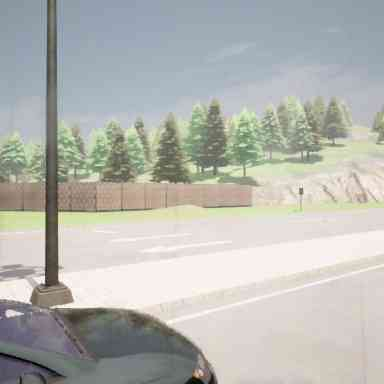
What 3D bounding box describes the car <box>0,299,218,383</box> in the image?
[{"bbox_3d":[-1.792,1.564,2.479,4.181,1.385,1.994,0,0,-35],"label":"car"}]
